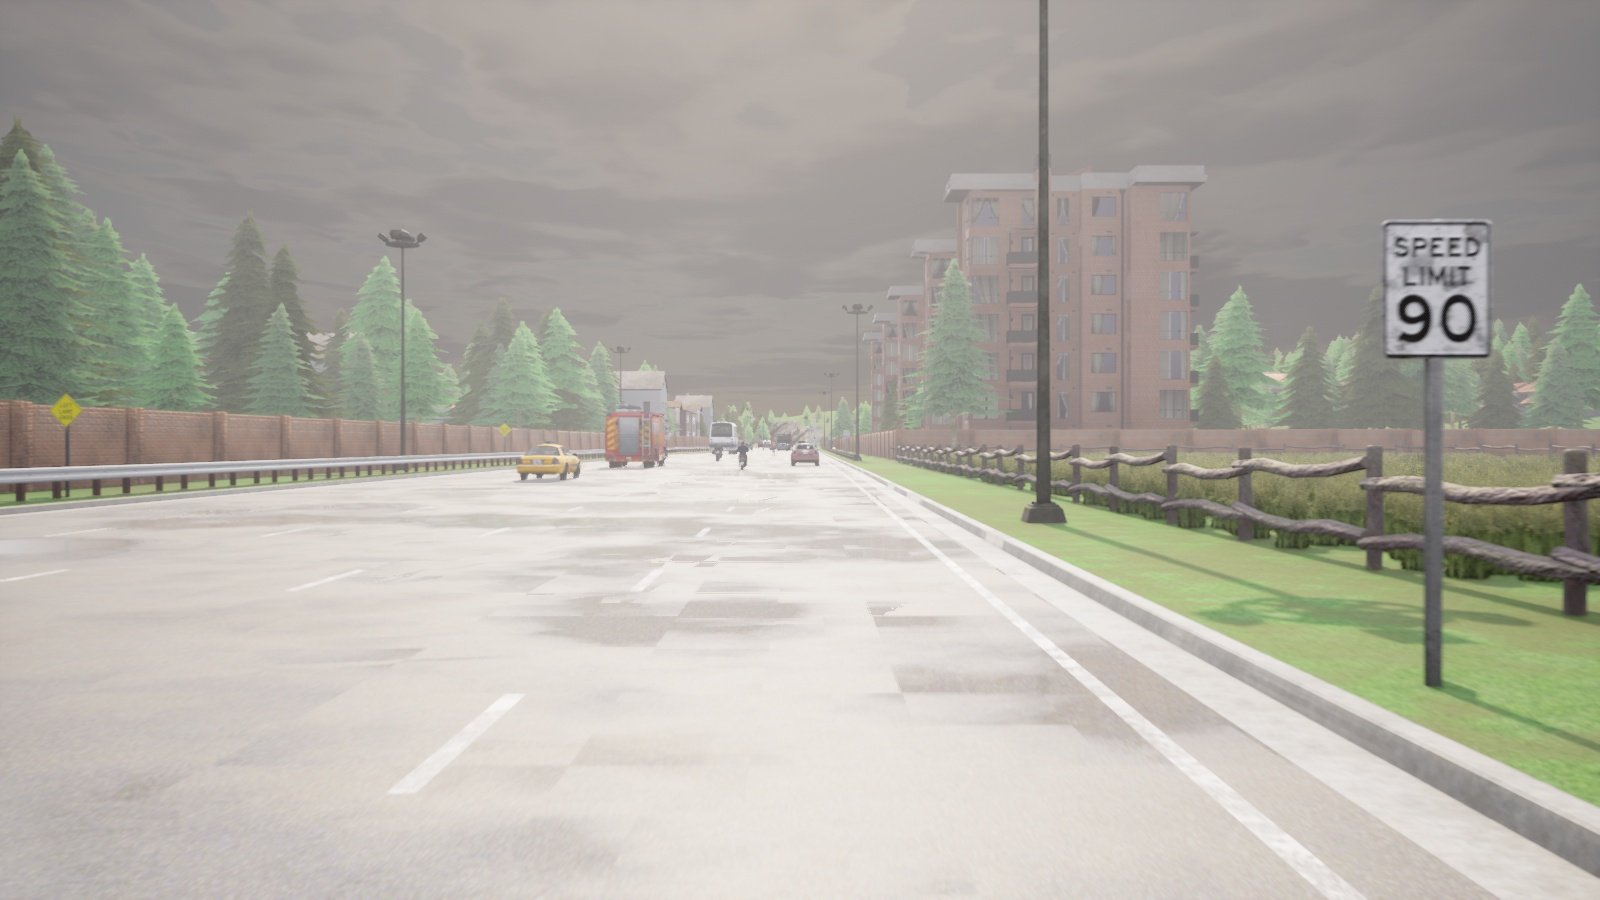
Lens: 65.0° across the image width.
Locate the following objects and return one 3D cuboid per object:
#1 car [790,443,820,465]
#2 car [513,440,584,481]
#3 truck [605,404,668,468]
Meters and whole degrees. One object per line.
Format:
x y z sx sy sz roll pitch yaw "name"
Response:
0.337 0.240 83.780 1.970 1.475 3.806 0 0 0 "car"
-10.194 0.390 51.301 1.801 1.575 5.366 0 0 0 "car"
-10.161 -0.872 78.988 2.891 3.827 8.468 0 0 0 "truck"
